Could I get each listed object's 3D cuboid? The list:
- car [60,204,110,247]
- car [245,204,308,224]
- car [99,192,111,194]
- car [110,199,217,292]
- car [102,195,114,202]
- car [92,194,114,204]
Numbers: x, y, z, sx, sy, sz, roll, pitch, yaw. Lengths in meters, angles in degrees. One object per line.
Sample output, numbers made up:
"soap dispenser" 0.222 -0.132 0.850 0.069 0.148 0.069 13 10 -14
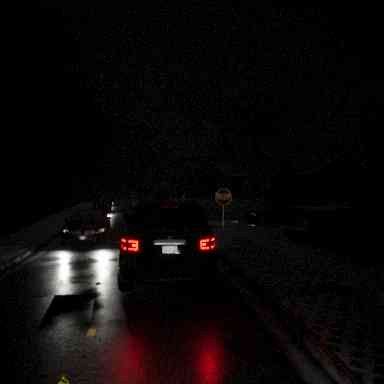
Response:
"car" -4.659 1.485 15.095 1.812 1.442 4.674 1 0 -11
"car" 6.567 1.678 25.693 5.008 1.535 1.882 1 -3 -12
"car" -13.129 0.987 50.132 2.150 2.045 5.566 1 0 -13
"car" -0.749 1.219 9.185 2.150 2.045 5.566 0 0 -7
"car" -16.602 1.258 66.078 1.837 1.490 4.892 0 -1 -10
"car" -9.449 1.315 35.171 1.882 1.535 5.008 1 0 -14
